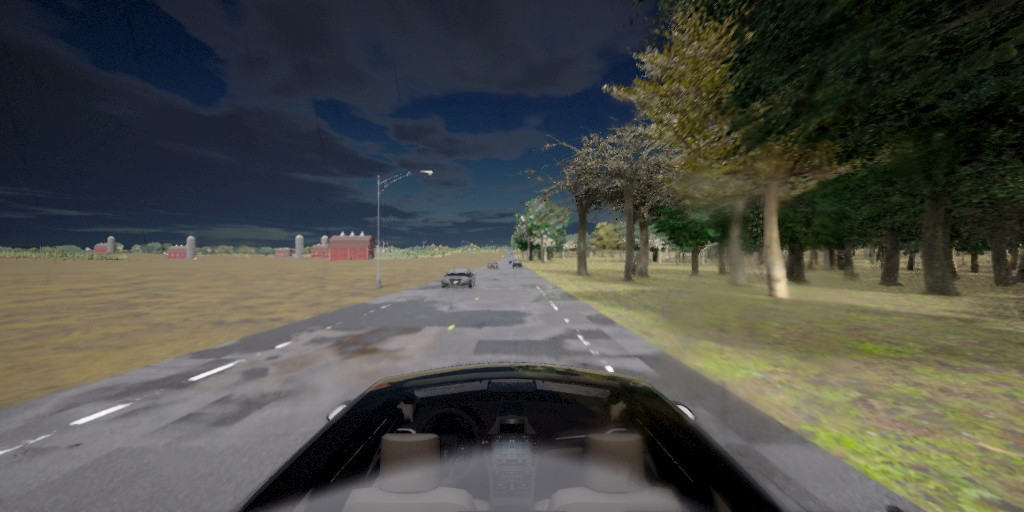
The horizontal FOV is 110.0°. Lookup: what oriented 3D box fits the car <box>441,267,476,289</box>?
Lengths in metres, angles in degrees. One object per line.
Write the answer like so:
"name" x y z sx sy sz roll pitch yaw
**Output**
"car" -3.586 1.475 24.746 1.994 1.385 4.181 0 0 0
